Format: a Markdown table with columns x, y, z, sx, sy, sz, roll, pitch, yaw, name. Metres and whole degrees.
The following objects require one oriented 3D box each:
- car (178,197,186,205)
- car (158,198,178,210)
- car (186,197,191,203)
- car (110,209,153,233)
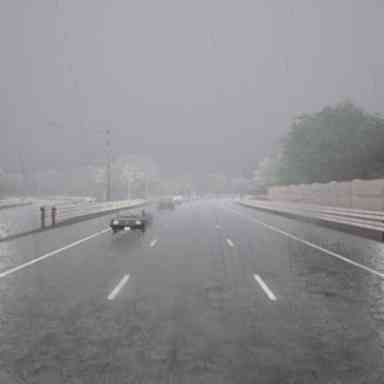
| x | y | z | sx | sy | sz | roll | pitch | yaw | name |
| --- | --- | --- | --- | --- | --- | --- | --- | --- | --- |
| -2.875 | 1.941 | 65.253 | 1.895 | 1.301 | 4.718 | 0 | 0 | 3 | car |
| -3.451 | 1.588 | 46.515 | 2.097 | 1.767 | 4.553 | 0 | 0 | 1 | car |
| -1.464 | 1.962 | 83.022 | 2.128 | 1.511 | 4.902 | 0 | 0 | 6 | car |
| -3.505 | 1.700 | 20.234 | 1.895 | 1.301 | 4.718 | 0 | 0 | 0 | car |
